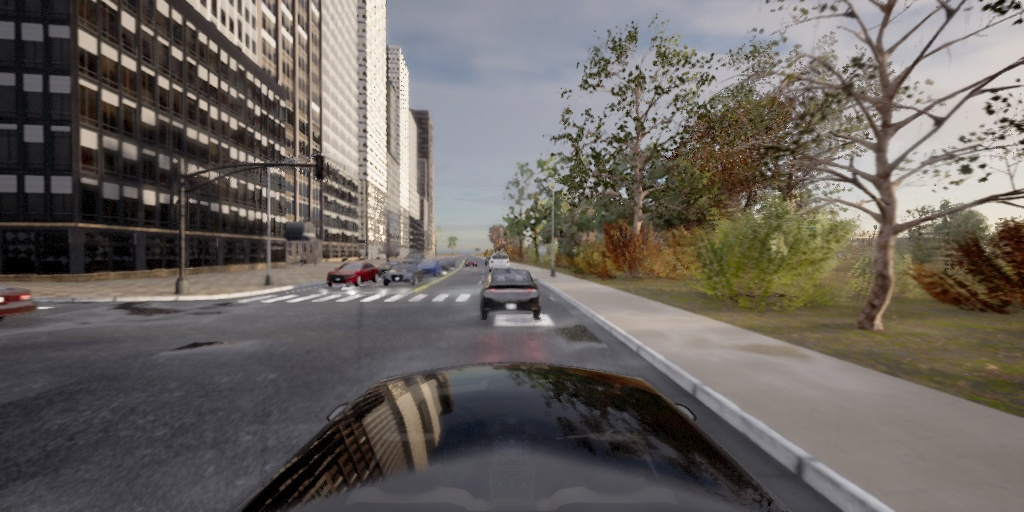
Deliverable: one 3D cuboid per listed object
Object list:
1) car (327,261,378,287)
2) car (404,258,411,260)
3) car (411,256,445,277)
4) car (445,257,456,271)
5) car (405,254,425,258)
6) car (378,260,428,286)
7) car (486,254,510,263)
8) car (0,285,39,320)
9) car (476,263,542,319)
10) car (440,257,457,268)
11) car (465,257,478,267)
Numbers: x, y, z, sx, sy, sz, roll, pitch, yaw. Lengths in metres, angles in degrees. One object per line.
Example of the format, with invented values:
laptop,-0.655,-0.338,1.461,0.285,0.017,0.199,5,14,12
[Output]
car,-10.413,1.110,23.836,1.882,1.535,5.008,0,0,-1
car,-10.892,1.141,32.814,1.994,1.385,4.181,0,0,-3
car,-7.656,1.050,33.072,1.882,1.535,5.008,0,0,-4
car,-8.320,1.057,43.014,2.033,1.411,5.357,0,0,-4
car,-11.603,0.733,43.253,2.150,2.045,5.566,0,0,-5
car,-7.184,1.192,24.107,1.994,1.385,4.181,0,0,-3
car,-1.420,0.747,39.346,2.150,2.045,5.566,0,0,-4
car,-15.877,1.106,9.247,5.357,1.411,2.033,2,0,-1
car,-0.071,1.182,12.417,2.128,1.511,4.902,0,0,-1
car,-9.287,0.937,53.026,2.128,1.511,4.902,0,0,-6
car,-6.143,1.035,54.217,1.895,1.301,4.718,0,0,-6
